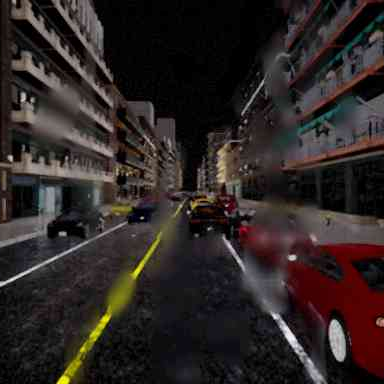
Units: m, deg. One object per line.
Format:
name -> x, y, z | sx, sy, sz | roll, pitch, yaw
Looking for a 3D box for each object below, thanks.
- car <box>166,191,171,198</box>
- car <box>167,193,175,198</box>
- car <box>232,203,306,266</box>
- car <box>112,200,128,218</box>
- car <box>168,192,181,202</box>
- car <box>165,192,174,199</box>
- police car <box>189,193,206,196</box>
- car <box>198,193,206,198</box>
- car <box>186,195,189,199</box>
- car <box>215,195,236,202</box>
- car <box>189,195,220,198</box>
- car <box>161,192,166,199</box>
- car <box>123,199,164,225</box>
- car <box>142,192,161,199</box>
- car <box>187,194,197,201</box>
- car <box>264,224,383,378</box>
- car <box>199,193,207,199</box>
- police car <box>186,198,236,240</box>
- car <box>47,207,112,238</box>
car -> -5.702, 0.762, 78.807 | 2.192, 1.841, 5.009 | 0, 0, 0
car -> -5.705, 0.910, 90.081 | 1.887, 1.381, 4.507 | 0, 0, 0
car -> 2.691, 1.364, 11.171 | 1.967, 1.590, 4.097 | 0, 0, 0
car -> -5.694, 1.334, 27.911 | 1.752, 1.417, 4.829 | 0, 0, 0
car -> -3.037, 1.160, 63.250 | 1.895, 1.301, 4.718 | 0, 0, 1
car -> -5.704, 0.846, 84.443 | 1.967, 1.590, 4.097 | 0, 0, 0
police car -> 0.895, 1.203, 32.412 | 1.930, 1.638, 5.238 | 0, 0, 0
car -> 2.675, 0.910, 90.078 | 1.887, 1.381, 4.507 | 0, 0, 0
car -> -0.009, 1.132, 51.857 | 2.128, 1.511, 4.902 | 0, 0, 0
car -> 2.688, 1.123, 28.078 | 2.192, 1.841, 5.009 | 0, 0, 0
car -> 0.896, 1.298, 26.302 | 1.882, 1.535, 5.008 | 0, 0, 0
car -> -5.697, 0.964, 50.626 | 2.192, 1.841, 5.009 | 0, 0, 0
car -> -3.103, 1.409, 22.657 | 1.994, 1.385, 4.181 | 0, 0, 0
car -> -5.697, 1.129, 44.990 | 1.967, 1.590, 4.097 | 0, 0, 0
car -> -0.012, 1.095, 66.854 | 1.994, 1.385, 4.181 | 0, 0, 0
car -> 2.692, 1.507, 5.534 | 1.887, 1.381, 4.507 | 0, 0, 0
car -> 2.677, 0.971, 78.976 | 1.752, 1.417, 4.829 | 0, 0, 0
police car -> 0.760, 1.312, 16.418 | 1.930, 1.638, 5.238 | 0, 0, 0
car -> -5.692, 1.451, 16.808 | 1.947, 1.339, 4.313 | 0, 0, 0
